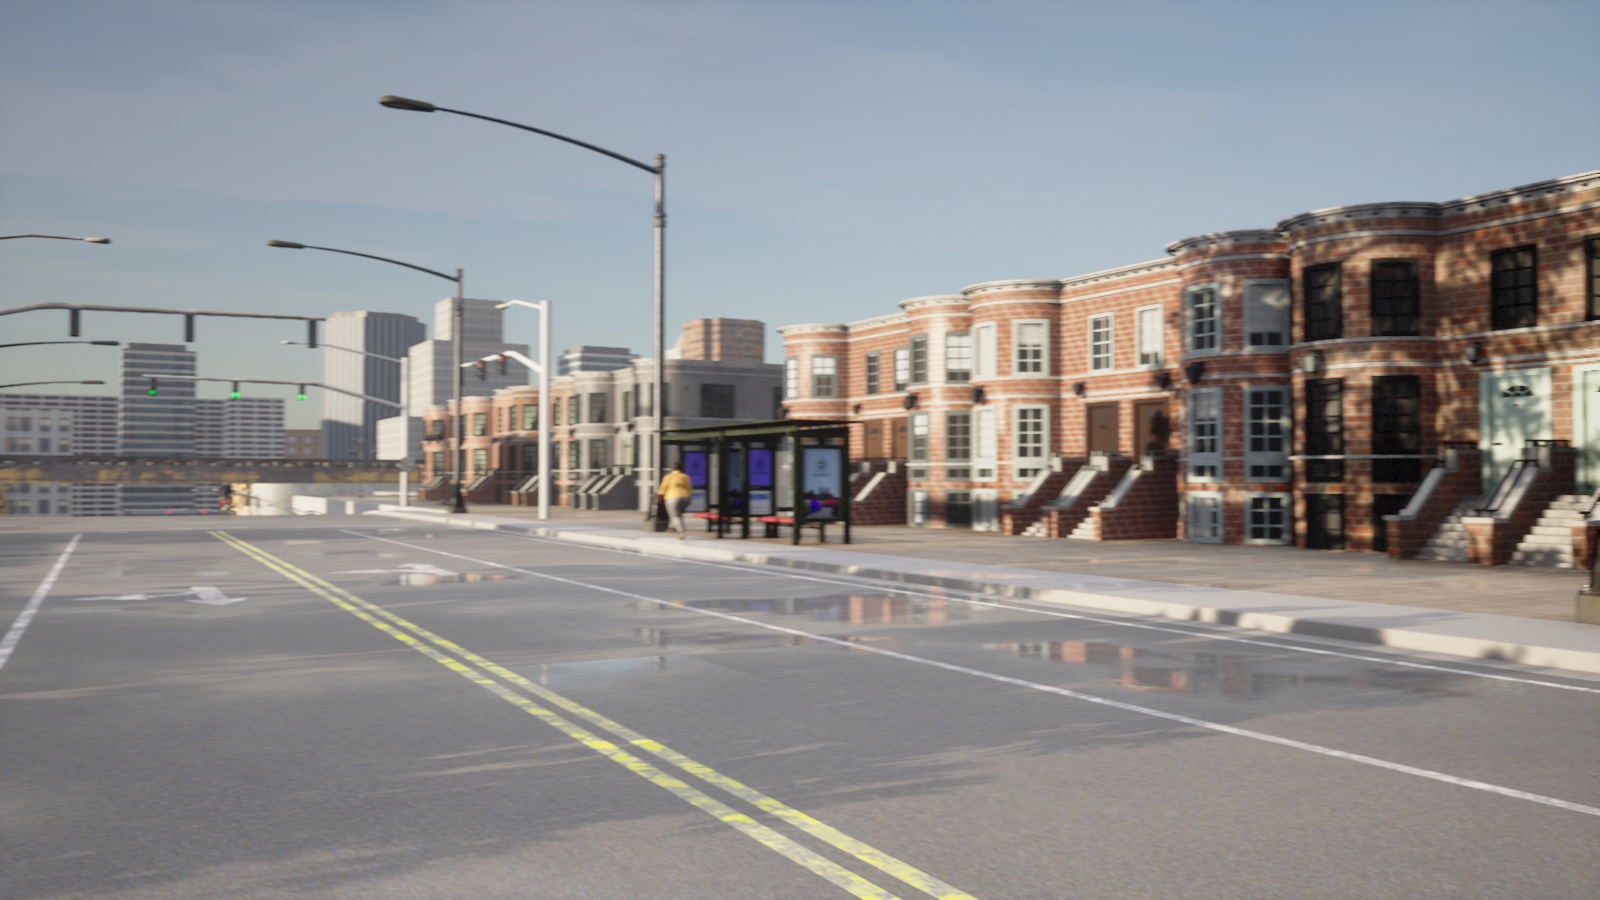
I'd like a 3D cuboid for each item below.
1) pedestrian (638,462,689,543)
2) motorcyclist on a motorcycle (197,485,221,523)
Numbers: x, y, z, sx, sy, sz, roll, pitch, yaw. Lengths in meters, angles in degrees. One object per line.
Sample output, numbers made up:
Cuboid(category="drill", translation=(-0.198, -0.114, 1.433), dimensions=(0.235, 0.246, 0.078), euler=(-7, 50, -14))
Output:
Cuboid(category="pedestrian", translation=(-3.210, 1.215, 29.486), dimensions=(0.874, 1.855, 0.900), euler=(0, -2, -30))
Cuboid(category="motorcyclist on a motorcycle", translation=(-26.456, 2.421, 56.214), dimensions=(0.866, 1.590, 1.817), euler=(0, -5, -29))
